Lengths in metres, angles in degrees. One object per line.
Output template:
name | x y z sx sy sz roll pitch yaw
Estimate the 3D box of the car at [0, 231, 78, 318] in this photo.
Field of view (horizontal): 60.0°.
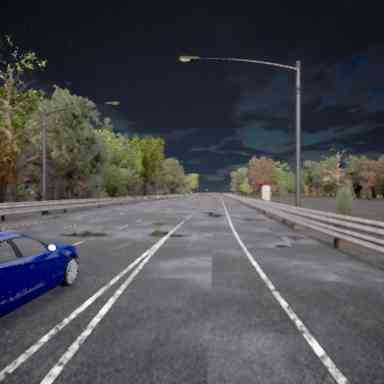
car | -3.894 1.480 6.346 1.882 1.535 5.008 0 0 5
